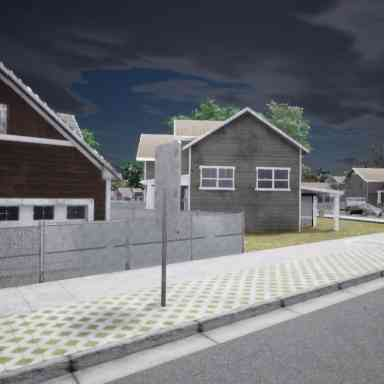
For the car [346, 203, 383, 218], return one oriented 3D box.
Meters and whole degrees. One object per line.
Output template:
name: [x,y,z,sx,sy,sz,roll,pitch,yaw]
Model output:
car: [18.949,2.019,36.766,2.128,1.511,4.902,1,-2,-5]
